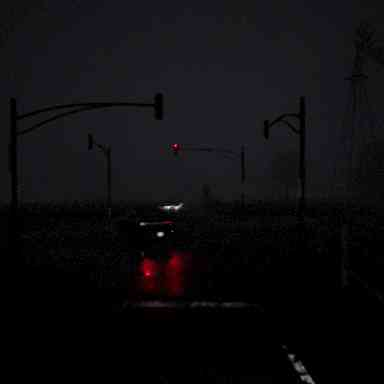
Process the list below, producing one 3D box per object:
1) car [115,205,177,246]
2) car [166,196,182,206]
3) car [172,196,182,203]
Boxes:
[{"bbox_3d":[-2.261,1.511,15.452,2.128,1.511,4.902,0,-1,-24],"label":"car"},{"bbox_3d":[-2.984,1.537,52.068,1.994,1.385,4.181,0,0,0],"label":"car"},{"bbox_3d":[-2.994,1.495,67.447,1.812,1.442,4.674,0,0,0],"label":"car"}]
